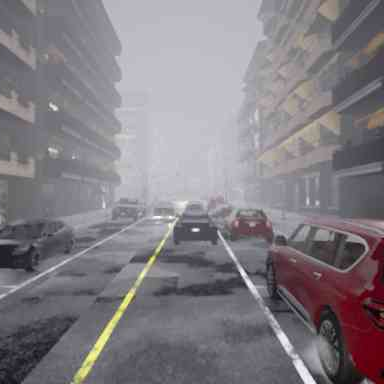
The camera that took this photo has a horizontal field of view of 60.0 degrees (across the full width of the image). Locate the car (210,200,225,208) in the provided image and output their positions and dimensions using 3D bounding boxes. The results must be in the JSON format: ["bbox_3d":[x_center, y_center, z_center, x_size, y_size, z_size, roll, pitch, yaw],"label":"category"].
[{"bbox_3d":[2.679,1.598,27.397,1.802,1.307,4.206,1,0,0],"label":"car"}]

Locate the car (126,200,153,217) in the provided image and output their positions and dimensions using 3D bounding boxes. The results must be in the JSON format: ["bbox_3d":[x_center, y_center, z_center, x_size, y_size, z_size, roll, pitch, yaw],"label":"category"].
[{"bbox_3d":[-5.140,1.571,33.022,1.887,1.381,4.507,1,0,0],"label":"car"}]

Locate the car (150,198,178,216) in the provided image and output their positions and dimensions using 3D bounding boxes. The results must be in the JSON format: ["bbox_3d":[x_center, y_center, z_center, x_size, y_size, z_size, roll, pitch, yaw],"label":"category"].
[{"bbox_3d":[-2.687,1.590,33.112,1.994,1.385,4.181,0,0,0],"label":"car"}]

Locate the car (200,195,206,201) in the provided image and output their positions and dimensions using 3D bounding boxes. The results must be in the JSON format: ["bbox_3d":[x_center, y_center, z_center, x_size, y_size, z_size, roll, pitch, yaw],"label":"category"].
[{"bbox_3d":[3.039,1.712,93.431,1.752,1.417,4.829,1,0,0],"label":"car"}]

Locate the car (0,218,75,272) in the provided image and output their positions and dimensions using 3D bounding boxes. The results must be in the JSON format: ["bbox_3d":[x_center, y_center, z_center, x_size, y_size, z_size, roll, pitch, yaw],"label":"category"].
[{"bbox_3d":[-5.248,1.568,10.901,1.947,1.339,4.313,1,0,0],"label":"car"}]

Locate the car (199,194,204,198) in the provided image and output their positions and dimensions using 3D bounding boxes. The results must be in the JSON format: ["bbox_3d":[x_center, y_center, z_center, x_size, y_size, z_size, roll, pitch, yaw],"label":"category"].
[{"bbox_3d":[3.014,1.484,87.702,2.192,1.841,5.009,1,0,0],"label":"car"}]

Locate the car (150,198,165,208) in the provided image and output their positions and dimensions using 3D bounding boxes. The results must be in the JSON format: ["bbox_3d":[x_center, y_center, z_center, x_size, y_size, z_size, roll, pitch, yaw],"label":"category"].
[{"bbox_3d":[-5.059,1.647,49.615,1.802,1.307,4.206,1,0,0],"label":"car"}]

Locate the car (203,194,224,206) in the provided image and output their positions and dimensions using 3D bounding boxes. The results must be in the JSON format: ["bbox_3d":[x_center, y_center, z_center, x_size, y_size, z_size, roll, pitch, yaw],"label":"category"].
[{"bbox_3d":[2.739,1.351,38.460,2.192,1.841,5.009,1,0,0],"label":"car"}]

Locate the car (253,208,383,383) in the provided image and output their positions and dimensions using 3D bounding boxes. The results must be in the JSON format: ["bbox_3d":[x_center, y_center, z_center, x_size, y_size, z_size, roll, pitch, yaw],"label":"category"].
[{"bbox_3d":[2.576,1.314,5.271,2.192,1.841,5.009,1,0,0],"label":"car"}]

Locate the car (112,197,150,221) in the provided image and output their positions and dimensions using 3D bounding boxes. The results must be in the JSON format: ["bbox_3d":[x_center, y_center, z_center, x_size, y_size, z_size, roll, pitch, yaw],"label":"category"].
[{"bbox_3d":[-5.161,1.332,27.491,2.192,1.841,5.009,1,0,0],"label":"car"}]

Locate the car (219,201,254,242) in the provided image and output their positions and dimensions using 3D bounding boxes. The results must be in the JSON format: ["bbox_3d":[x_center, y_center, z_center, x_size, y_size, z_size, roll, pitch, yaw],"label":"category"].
[{"bbox_3d":[2.627,1.444,16.334,1.967,1.590,4.097,1,0,0],"label":"car"}]

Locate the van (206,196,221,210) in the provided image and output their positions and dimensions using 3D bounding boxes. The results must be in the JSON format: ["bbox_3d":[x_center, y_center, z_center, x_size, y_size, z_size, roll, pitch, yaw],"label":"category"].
[{"bbox_3d":[2.765,1.390,43.991,1.690,1.788,3.998,1,0,0],"label":"van"}]

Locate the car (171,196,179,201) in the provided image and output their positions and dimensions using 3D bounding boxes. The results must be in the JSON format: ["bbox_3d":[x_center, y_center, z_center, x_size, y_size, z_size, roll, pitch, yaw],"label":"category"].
[{"bbox_3d":[-4.842,1.753,93.256,1.947,1.339,4.313,1,0,0],"label":"car"}]

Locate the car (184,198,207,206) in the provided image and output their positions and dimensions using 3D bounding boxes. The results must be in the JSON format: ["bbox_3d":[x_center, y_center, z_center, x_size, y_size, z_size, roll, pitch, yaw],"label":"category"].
[{"bbox_3d":[0.238,1.549,31.900,1.812,1.442,4.674,0,0,0],"label":"car"}]

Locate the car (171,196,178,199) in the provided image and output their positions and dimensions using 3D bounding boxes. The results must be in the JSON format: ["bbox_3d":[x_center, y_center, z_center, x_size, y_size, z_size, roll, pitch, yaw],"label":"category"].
[{"bbox_3d":[-4.870,1.736,87.695,1.947,1.339,4.313,1,0,0],"label":"car"}]

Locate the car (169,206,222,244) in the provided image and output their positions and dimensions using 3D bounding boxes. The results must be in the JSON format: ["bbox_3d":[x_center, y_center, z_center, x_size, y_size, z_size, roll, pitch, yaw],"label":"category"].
[{"bbox_3d":[0.167,1.567,15.930,1.994,1.385,4.181,0,0,0],"label":"car"}]
